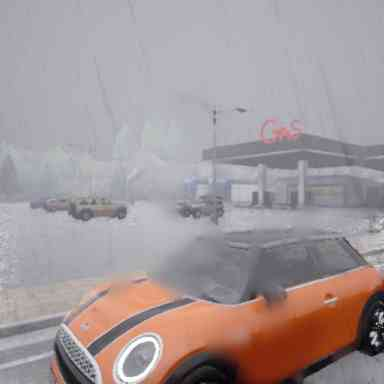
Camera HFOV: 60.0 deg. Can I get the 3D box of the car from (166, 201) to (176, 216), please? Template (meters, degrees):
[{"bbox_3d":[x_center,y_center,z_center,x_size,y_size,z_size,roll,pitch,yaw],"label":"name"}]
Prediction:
[{"bbox_3d":[-0.429,1.525,31.158,3.806,1.475,1.970,0,0,-36],"label":"car"}]

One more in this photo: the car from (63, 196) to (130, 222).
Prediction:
[{"bbox_3d":[-7.293,1.276,26.179,4.605,1.855,1.932,0,0,-36],"label":"car"}]

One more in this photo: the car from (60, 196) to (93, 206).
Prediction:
[{"bbox_3d":[-20.460,1.498,58.948,5.027,1.636,2.152,0,0,-36],"label":"car"}]

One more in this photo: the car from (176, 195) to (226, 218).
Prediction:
[{"bbox_3d":[1.015,1.241,28.101,3.866,1.878,1.905,0,0,-36],"label":"car"}]

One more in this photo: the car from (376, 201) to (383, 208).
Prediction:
[{"bbox_3d":[28.946,1.586,47.496,2.242,1.667,4.611,0,0,-36],"label":"car"}]

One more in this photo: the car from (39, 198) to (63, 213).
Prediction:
[{"bbox_3d":[-13.983,1.476,36.710,4.514,1.523,2.007,0,0,-36],"label":"car"}]

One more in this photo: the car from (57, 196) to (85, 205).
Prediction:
[{"bbox_3d":[-22.333,1.507,61.465,4.514,1.523,2.007,0,0,-36],"label":"car"}]

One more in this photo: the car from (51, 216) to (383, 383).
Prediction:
[{"bbox_3d":[0.630,1.347,4.431,4.553,1.767,2.097,0,0,-35],"label":"car"}]

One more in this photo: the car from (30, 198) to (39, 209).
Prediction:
[{"bbox_3d":[-19.780,1.499,44.850,3.633,1.501,1.845,0,0,-36],"label":"car"}]
